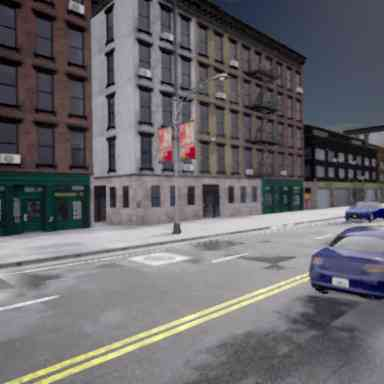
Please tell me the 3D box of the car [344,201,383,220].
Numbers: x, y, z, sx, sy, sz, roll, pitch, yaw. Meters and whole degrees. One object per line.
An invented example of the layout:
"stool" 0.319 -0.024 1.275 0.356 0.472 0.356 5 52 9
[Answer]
"car" 13.703 1.484 26.110 5.008 1.535 1.882 -1 -1 -44

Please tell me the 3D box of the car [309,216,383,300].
"car" 4.461 1.526 7.882 4.674 1.442 1.812 0 -1 -44
